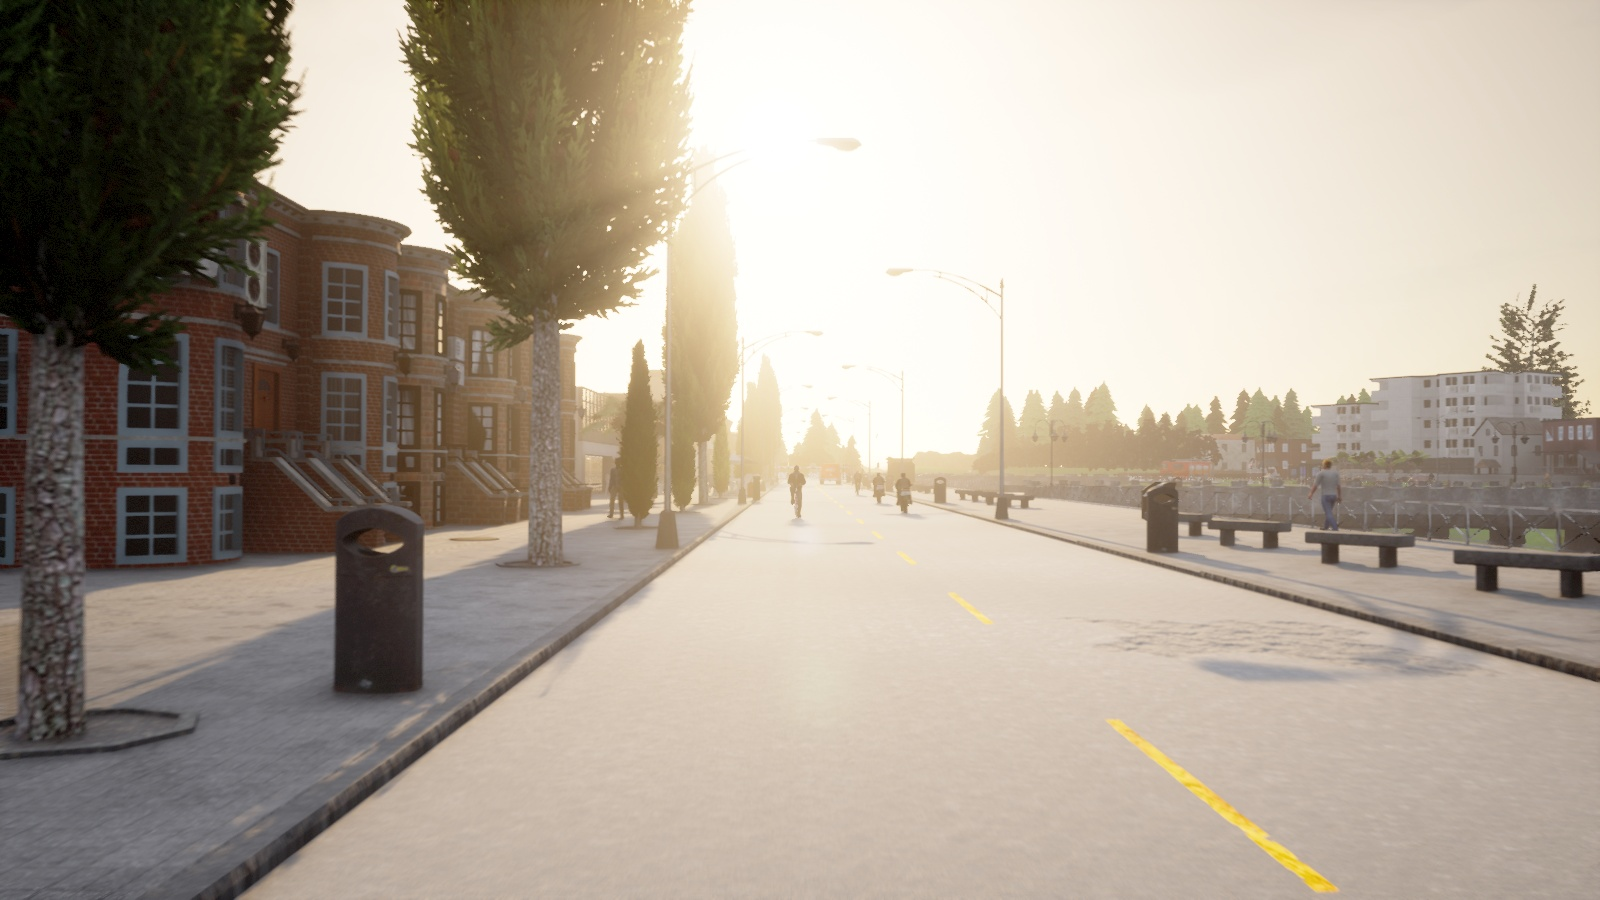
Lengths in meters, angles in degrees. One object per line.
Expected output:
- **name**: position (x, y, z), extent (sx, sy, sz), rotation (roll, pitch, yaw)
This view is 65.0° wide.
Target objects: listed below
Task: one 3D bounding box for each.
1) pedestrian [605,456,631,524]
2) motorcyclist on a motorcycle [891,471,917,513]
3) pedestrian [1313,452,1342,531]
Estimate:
- **pedestrian**: position (-5.245, 1.152, 36.202), extent (0.423, 1.949, 0.788), rotation (-1, -1, 17)
- **motorcyclist on a motorcycle**: position (3.878, 1.568, 47.004), extent (0.797, 1.523, 2.044), rotation (0, -1, 0)
- **pedestrian**: position (12.341, 0.967, 29.391), extent (0.354, 1.836, 0.706), rotation (0, -1, -2)
